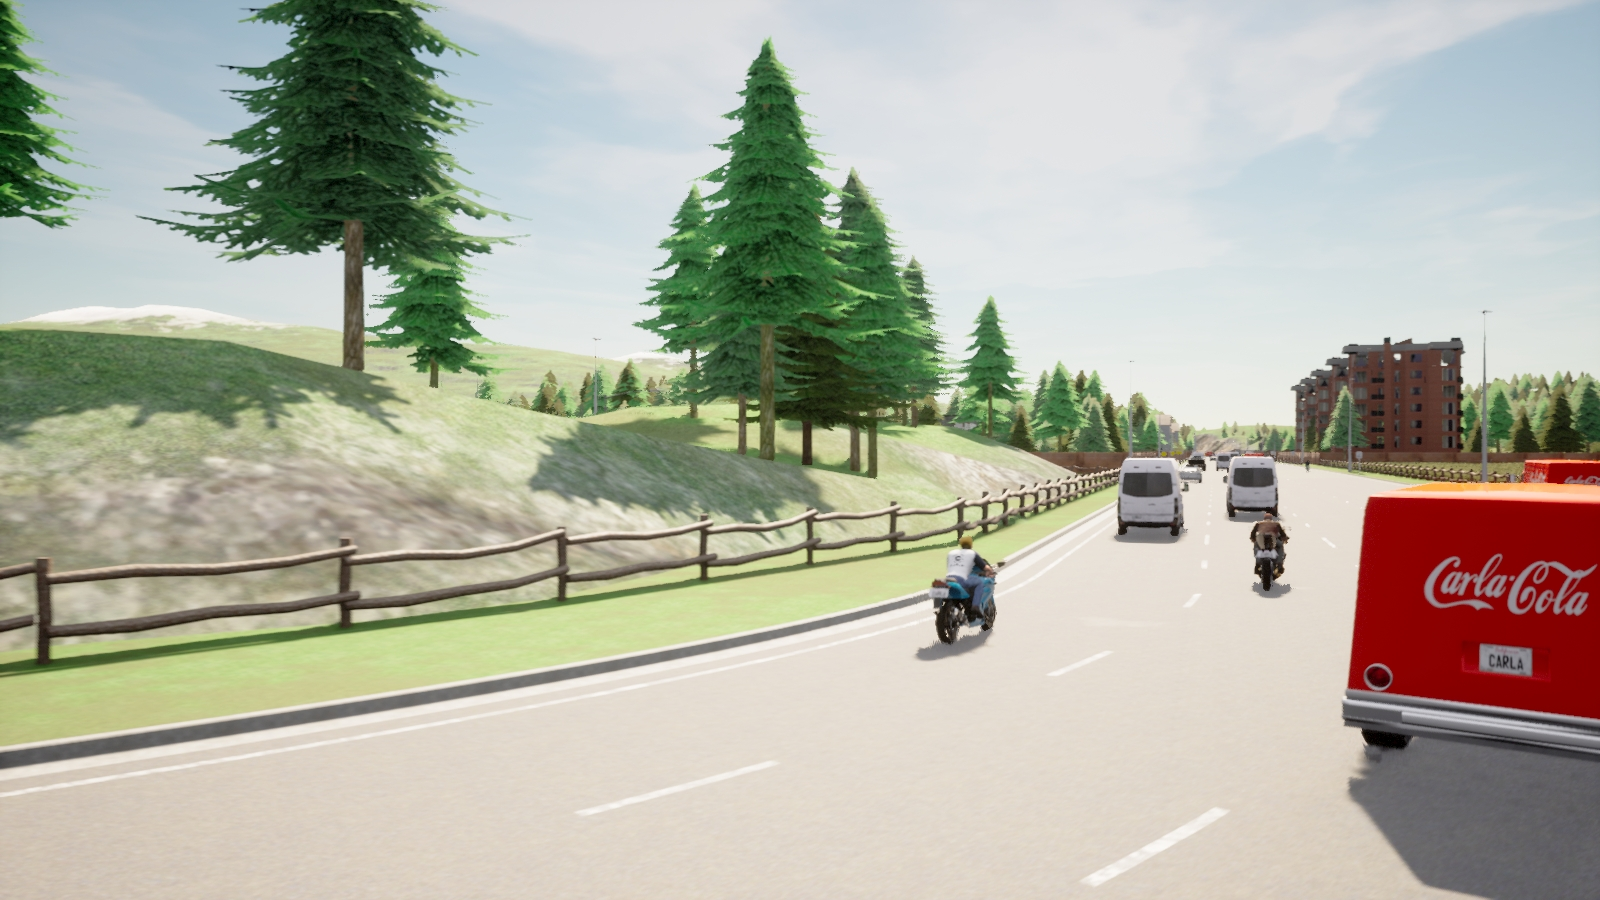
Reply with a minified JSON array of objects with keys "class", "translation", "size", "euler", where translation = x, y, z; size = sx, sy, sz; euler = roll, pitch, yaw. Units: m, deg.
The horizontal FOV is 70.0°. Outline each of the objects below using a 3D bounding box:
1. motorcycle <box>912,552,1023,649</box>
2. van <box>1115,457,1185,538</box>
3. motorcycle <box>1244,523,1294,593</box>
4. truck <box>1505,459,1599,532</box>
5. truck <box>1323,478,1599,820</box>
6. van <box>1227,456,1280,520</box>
[{"class":"motorcycle","translation":[2.521,2.197,17.008],"size":[0.803,1.199,2.033],"euler":[-4,-2,32]},{"class":"van","translation":[12.301,1.562,39.869],"size":[1.988,2.561,5.915],"euler":[0,0,20]},{"class":"motorcycle","translation":[9.802,2.223,23.848],"size":[0.867,1.251,2.209],"euler":[-1,-1,24]},{"class":"truck","translation":[28.072,1.607,42.063],"size":[2.627,2.467,5.204],"euler":[0,0,20]},{"class":"truck","translation":[7.121,1.575,11.109],"size":[2.627,2.467,5.204],"euler":[1,0,37]},{"class":"van","translation":[19.748,1.571,49.968],"size":[1.988,2.561,5.915],"euler":[0,0,20]}]
